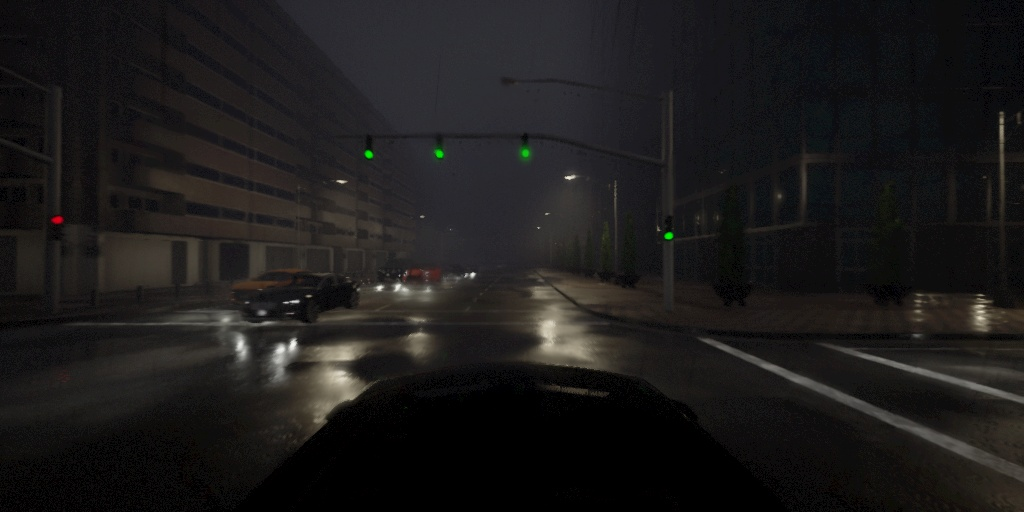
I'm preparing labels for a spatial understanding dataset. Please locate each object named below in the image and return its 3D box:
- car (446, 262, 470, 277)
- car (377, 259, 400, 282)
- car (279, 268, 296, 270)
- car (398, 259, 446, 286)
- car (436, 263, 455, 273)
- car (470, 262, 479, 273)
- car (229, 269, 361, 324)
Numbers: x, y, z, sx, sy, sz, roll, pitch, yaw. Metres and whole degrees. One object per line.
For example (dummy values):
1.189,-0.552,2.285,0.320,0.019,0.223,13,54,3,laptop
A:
-6.547,1.648,41.446,2.033,1.411,5.357,0,0,1,car
-10.280,1.245,32.662,2.150,2.045,5.566,0,-1,2,car
-10.560,1.350,16.644,1.882,1.535,5.008,0,0,0,car
-6.895,1.326,27.937,2.097,1.767,4.553,0,0,1,car
-9.695,1.735,52.631,1.812,1.442,4.674,0,-1,2,car
-6.138,1.713,54.228,2.128,1.511,4.902,0,-1,1,car
-6.980,1.330,12.467,2.128,1.511,4.902,0,0,0,car
